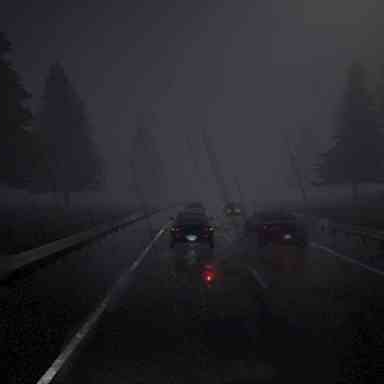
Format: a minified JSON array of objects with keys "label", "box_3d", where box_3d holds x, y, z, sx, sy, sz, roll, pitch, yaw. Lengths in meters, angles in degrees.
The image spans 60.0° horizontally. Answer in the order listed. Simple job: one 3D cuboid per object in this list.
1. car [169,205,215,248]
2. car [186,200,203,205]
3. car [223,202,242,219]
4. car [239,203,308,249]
[{"label":"car","box_3d":[0.000,1.532,14.650,1.812,1.442,4.674,0,0,0]},{"label":"car","box_3d":[0.269,1.516,29.570,1.837,1.490,4.892,0,0,2]},{"label":"car","box_3d":[3.766,1.563,29.418,2.033,1.411,5.357,0,0,2]},{"label":"car","box_3d":[3.500,1.484,14.650,1.882,1.535,5.008,0,0,0]}]
